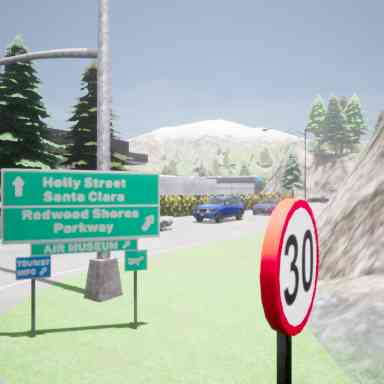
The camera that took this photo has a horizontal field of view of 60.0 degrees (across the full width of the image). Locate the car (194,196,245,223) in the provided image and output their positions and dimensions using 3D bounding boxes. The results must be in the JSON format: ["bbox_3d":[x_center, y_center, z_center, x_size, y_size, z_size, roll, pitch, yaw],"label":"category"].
[{"bbox_3d":[2.405,1.413,27.890,2.150,2.045,5.566,0,0,36],"label":"car"}]

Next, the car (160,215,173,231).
[{"bbox_3d":[-3.277,1.792,20.032,1.895,1.301,4.718,0,0,36],"label":"car"}]

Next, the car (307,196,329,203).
[{"bbox_3d":[28.278,1.717,74.712,2.128,1.511,4.902,0,0,-42],"label":"car"}]

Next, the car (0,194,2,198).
[{"bbox_3d":[-38.765,1.489,69.883,4.514,1.523,2.007,0,0,35],"label":"car"}]

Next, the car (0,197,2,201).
[{"bbox_3d":[-12.436,1.505,26.016,1.905,1.878,3.866,0,0,35],"label":"car"}]

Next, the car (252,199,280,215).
[{"bbox_3d":[8.316,1.544,36.049,2.097,1.767,4.553,0,0,36],"label":"car"}]
